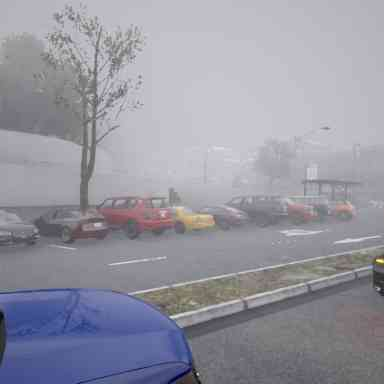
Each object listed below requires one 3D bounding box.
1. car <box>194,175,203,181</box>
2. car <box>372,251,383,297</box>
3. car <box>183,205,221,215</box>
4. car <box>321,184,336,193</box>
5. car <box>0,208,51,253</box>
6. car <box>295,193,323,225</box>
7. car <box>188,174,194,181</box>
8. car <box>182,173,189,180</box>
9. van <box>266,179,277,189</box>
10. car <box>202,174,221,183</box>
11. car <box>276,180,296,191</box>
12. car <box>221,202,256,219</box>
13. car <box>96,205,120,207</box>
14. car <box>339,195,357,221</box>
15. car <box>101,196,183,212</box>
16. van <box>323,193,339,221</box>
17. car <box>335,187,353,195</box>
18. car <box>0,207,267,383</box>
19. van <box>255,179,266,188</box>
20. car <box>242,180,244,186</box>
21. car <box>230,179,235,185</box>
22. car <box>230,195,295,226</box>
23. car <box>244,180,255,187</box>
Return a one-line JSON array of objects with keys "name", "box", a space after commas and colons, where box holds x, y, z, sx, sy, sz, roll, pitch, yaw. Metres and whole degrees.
[{"name": "car", "box": [3.755, -3.698, 88.444, 2.435, 2.045, 5.566, 7, 3, 34]}, {"name": "car", "box": [5.821, 1.515, 7.256, 4.892, 1.490, 1.837, 0, 0, -35]}, {"name": "car", "box": [-1.273, 1.503, 19.476, 5.366, 1.575, 1.946, -1, -1, 35]}, {"name": "car", "box": [24.500, -0.425, 58.900, 2.435, 2.045, 5.566, 7, 3, 35]}, {"name": "car", "box": [-8.468, 1.493, 14.171, 4.892, 1.521, 2.231, -1, -1, 35]}, {"name": "car", "box": [6.284, 1.267, 24.551, 5.566, 2.045, 2.435, -1, -1, 35]}, {"name": "car", "box": [1.965, -3.850, 90.914, 2.185, 1.767, 4.553, 6, 3, 34]}, {"name": "car", "box": [0.240, -4.085, 93.387, 2.185, 1.767, 4.553, 4, 1, 34]}, {"name": "van", "box": [17.549, -1.490, 68.662, 1.878, 1.987, 4.442, 7, 4, 35]}, {"name": "car", "box": [5.601, -3.176, 86.181, 1.946, 1.575, 5.366, 7, 3, 34]}, {"name": "car", "box": [19.304, -0.992, 66.296, 2.231, 1.521, 4.892, 7, 3, 35]}, {"name": "car", "box": [1.336, 1.549, 21.098, 4.674, 1.452, 2.002, -1, -1, 35]}, {"name": "car", "box": [-6.045, 1.524, 15.913, 4.792, 1.488, 2.163, -1, -1, 35]}, {"name": "car", "box": [11.239, 1.404, 27.961, 4.553, 1.767, 2.185, -1, -1, 35]}, {"name": "car", "box": [-3.597, 1.248, 17.653, 5.566, 2.045, 2.435, -1, -1, 35]}, {"name": "van", "box": [8.826, 1.297, 26.216, 4.442, 1.987, 1.878, -1, -1, 35]}, {"name": "car", "box": [26.186, 0.137, 56.425, 2.002, 1.452, 4.674, 7, 3, 35]}, {"name": "car", "box": [-2.431, 1.221, 1.402, 5.566, 2.045, 2.150, 0, 0, -35]}, {"name": "van", "box": [15.825, -1.763, 71.137, 1.878, 1.987, 4.442, 7, 4, 35]}, {"name": "car", "box": [12.429, -2.043, 76.195, 2.002, 1.452, 4.674, 7, 4, 35]}, {"name": "car", "box": [10.692, -2.317, 78.661, 2.002, 1.452, 4.674, 7, 3, 35]}, {"name": "car", "box": [3.767, 1.263, 22.851, 5.566, 2.045, 2.435, -1, -1, 35]}, {"name": "car", "box": [14.256, -1.811, 73.871, 1.946, 1.575, 5.366, 7, 3, 35]}]
